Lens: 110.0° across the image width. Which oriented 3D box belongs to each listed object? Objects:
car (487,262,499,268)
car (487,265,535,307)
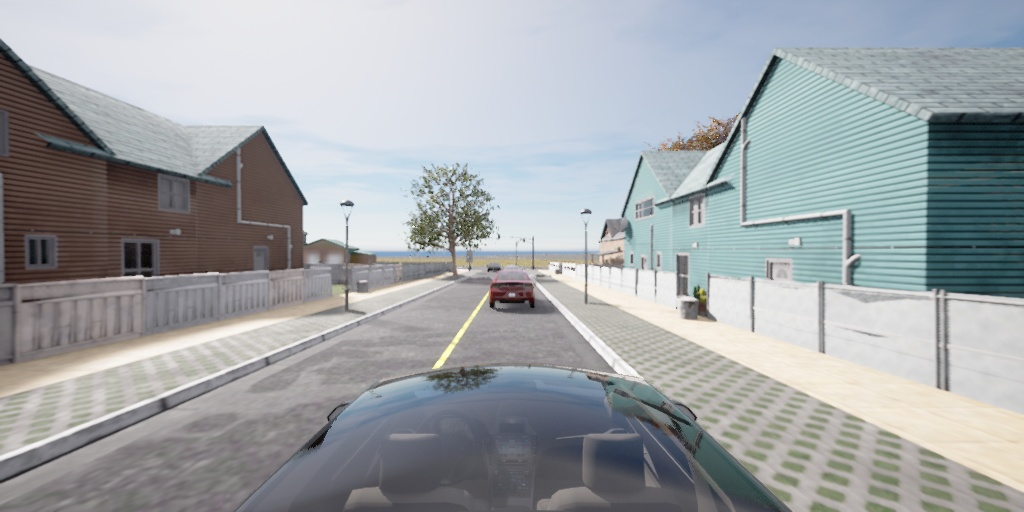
[{"bbox_3d":[-2.744,1.703,55.129,1.882,1.535,5.008,0,-1,0],"label":"car"},{"bbox_3d":[0.011,1.362,16.324,1.882,1.535,5.008,0,0,0],"label":"car"}]
